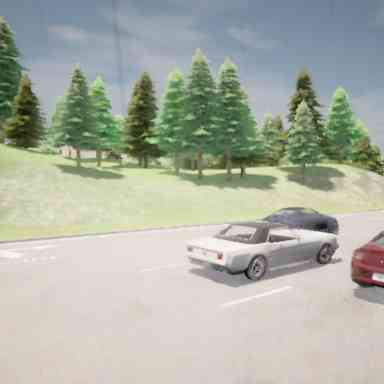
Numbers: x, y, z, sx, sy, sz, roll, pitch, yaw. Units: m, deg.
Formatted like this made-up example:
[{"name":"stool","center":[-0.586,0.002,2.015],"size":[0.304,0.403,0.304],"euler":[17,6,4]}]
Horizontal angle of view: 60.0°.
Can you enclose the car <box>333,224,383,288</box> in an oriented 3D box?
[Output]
[{"name":"car","center":[5.453,1.434,7.637],"size":[4.674,1.442,1.812],"euler":[-1,0,-36]}]

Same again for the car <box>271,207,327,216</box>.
[{"name":"car","center":[5.208,1.422,16.062],"size":[4.181,1.385,1.994],"euler":[-1,0,-36]}]

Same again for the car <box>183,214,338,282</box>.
[{"name":"car","center":[2.168,1.525,9.592],"size":[4.718,1.301,1.895],"euler":[-1,0,-36]}]
